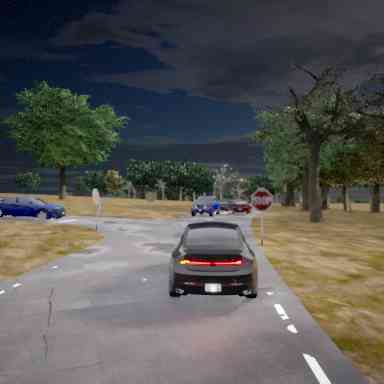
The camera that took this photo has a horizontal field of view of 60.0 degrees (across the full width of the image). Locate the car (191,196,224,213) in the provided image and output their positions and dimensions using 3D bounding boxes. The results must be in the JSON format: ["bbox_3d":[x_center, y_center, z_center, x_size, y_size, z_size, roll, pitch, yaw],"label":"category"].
[{"bbox_3d":[1.518,1.452,35.052,2.150,2.045,5.566,0,-1,15],"label":"car"}]

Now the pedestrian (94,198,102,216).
[{"bbox_3d":[-8.094,1.096,28.436,0.375,1.860,0.375,0,-4,7],"label":"pedestrian"}]

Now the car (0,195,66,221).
[{"bbox_3d":[-11.058,1.038,22.438,5.008,1.535,1.882,3,-1,6],"label":"car"}]

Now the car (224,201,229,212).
[{"bbox_3d":[4.399,1.944,45.332,2.033,1.411,5.357,0,-1,17],"label":"car"}]

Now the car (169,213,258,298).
[{"bbox_3d":[0.529,1.510,8.513,1.837,1.490,4.892,0,0,3],"label":"car"}]

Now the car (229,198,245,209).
[{"bbox_3d":[7.636,1.928,56.257,2.097,1.767,4.553,0,-1,16],"label":"car"}]

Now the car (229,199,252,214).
[{"bbox_3d":[6.050,1.771,39.470,1.882,1.535,5.008,0,-1,16],"label":"car"}]
